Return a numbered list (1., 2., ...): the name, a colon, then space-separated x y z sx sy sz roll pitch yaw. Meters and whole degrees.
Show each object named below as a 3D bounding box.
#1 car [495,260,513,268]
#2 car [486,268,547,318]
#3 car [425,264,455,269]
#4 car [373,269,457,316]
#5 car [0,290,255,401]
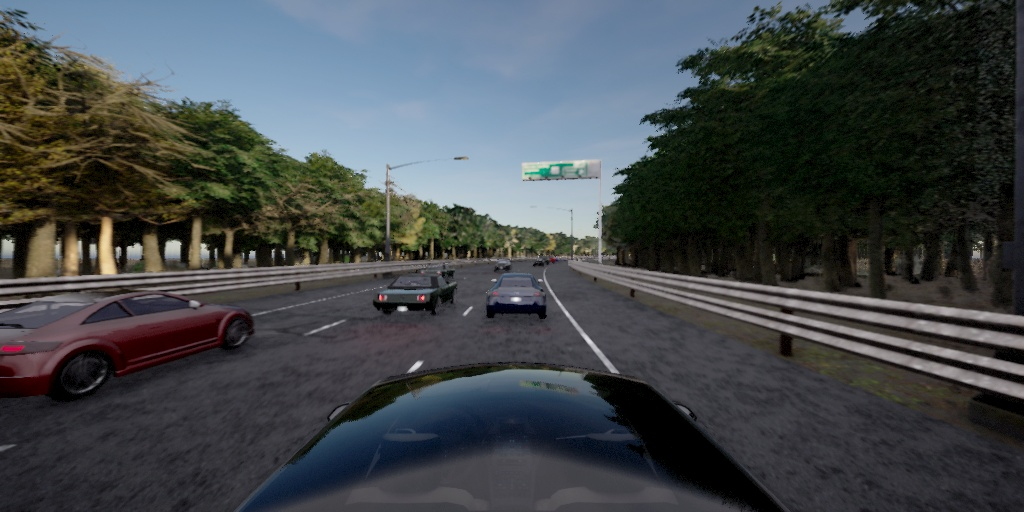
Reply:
1. car: -1.047 1.222 46.026 1.812 1.442 4.674 0 0 6
2. car: 0.187 1.305 13.036 1.994 1.385 4.181 0 0 2
3. car: -6.024 1.306 29.598 1.895 1.301 4.718 0 0 4
4. car: -3.309 1.334 13.312 1.895 1.301 4.718 0 0 2
5. car: -6.843 1.288 6.394 1.994 1.385 4.181 0 0 1
